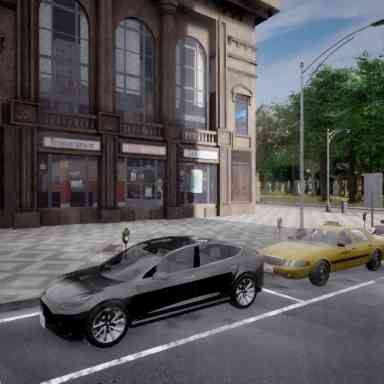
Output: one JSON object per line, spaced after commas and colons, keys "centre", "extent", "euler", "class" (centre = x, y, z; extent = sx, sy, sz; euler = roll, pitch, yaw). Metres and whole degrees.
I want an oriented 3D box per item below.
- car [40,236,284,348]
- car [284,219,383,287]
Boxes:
{"centre": [-0.494, 1.566, 6.301], "extent": [4.313, 1.339, 1.947], "euler": [0, 0, -36], "class": "car"}
{"centre": [3.793, 1.526, 9.363], "extent": [4.829, 1.417, 1.752], "euler": [0, 0, -36], "class": "car"}
